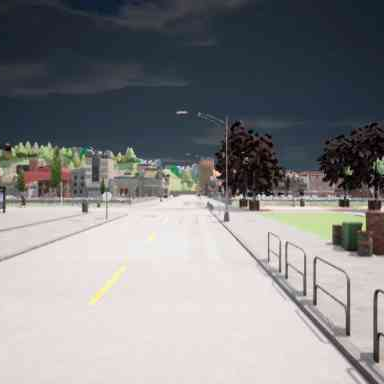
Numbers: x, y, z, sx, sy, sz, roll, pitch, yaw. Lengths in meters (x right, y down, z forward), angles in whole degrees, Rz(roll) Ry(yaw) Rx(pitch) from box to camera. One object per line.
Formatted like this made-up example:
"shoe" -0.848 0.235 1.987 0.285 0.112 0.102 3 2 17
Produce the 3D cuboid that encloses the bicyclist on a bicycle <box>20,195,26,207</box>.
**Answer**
"bicyclist on a bicycle" -24.026 1.324 47.221 0.582 1.620 1.656 0 0 0
